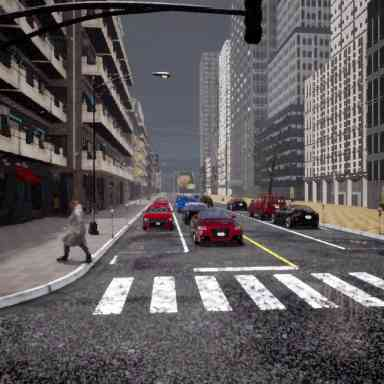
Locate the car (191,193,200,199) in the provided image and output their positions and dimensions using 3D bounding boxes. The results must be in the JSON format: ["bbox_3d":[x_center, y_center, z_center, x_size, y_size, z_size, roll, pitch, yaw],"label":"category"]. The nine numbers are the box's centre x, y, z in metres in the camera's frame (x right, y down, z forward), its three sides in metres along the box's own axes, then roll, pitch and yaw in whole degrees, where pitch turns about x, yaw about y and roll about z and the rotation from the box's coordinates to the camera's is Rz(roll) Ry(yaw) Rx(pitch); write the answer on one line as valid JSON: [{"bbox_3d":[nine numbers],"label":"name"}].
[{"bbox_3d":[0.973,1.095,86.745,2.008,1.369,4.403,0,0,-5],"label":"car"}]

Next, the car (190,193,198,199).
[{"bbox_3d":[0.526,1.071,92.250,2.008,1.369,4.403,0,0,-5],"label":"car"}]

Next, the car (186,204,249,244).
[{"bbox_3d":[0.980,1.476,15.108,1.994,1.385,4.181,0,0,-5],"label":"car"}]

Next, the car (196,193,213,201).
[{"bbox_3d":[1.728,1.250,44.787,1.837,1.490,4.892,0,0,-4],"label":"car"}]

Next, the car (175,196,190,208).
[{"bbox_3d":[-1.365,1.256,44.612,1.837,1.490,4.892,0,0,-4],"label":"car"}]

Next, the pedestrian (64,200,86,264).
[{"bbox_3d":[-3.313,1.096,9.447,0.375,1.860,0.375,0,0,-5],"label":"pedestrian"}]

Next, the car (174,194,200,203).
[{"bbox_3d":[-0.563,1.284,34.229,1.882,1.535,5.008,0,0,-4],"label":"car"}]

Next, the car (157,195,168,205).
[{"bbox_3d":[-4.682,1.239,52.870,1.752,1.417,4.829,0,0,-5],"label":"car"}]

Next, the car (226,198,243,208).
[{"bbox_3d":[5.000,1.346,37.202,1.947,1.339,4.313,0,0,-5],"label":"car"}]

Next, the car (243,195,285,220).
[{"bbox_3d":[5.896,1.154,26.193,2.192,1.841,5.009,0,0,-5],"label":"car"}]

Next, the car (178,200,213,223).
[{"bbox_3d":[0.271,1.463,23.859,1.895,1.301,4.718,0,0,-5],"label":"car"}]

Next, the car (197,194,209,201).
[{"bbox_3d":[2.315,1.181,70.231,1.947,1.339,4.313,0,0,-5],"label":"car"}]

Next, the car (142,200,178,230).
[{"bbox_3d":[-2.010,1.433,20.011,1.887,1.381,4.507,0,0,-5],"label":"car"}]

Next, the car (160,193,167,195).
[{"bbox_3d":[-4.234,1.267,47.364,1.752,1.417,4.829,0,0,-5],"label":"car"}]

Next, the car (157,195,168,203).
[{"bbox_3d":[-5.143,1.251,58.543,1.947,1.339,4.313,0,0,-5],"label":"car"}]

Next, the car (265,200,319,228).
[{"bbox_3d":[6.342,1.436,20.689,1.947,1.339,4.313,0,0,-5],"label":"car"}]

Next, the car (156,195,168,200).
[{"bbox_3d":[-3.353,1.343,36.524,1.887,1.381,4.507,0,0,-5],"label":"car"}]

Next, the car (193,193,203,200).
[{"bbox_3d":[1.421,1.008,81.239,1.967,1.590,4.097,0,0,-5],"label":"car"}]
